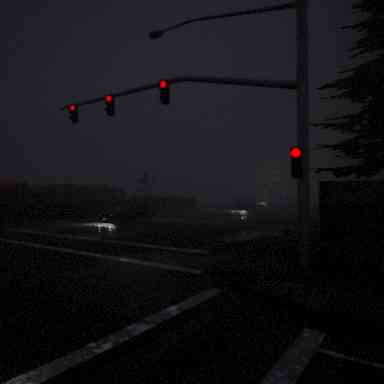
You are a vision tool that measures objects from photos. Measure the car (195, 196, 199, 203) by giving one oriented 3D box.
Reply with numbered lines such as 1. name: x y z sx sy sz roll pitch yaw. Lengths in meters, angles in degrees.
1. car: -0.397 1.678 71.212 3.806 1.475 1.970 -1 0 36

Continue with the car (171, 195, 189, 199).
1. car: -3.606 1.439 66.649 4.605 1.855 1.932 -1 0 36

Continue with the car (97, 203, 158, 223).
1. car: -5.043 1.631 26.998 2.033 1.411 5.357 -1 0 35

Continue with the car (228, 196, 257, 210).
1. car: 6.986 1.596 44.014 1.812 1.442 4.674 -1 0 35

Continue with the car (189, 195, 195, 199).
1. car: -2.084 1.648 68.859 3.905 1.438 1.784 -1 0 36
